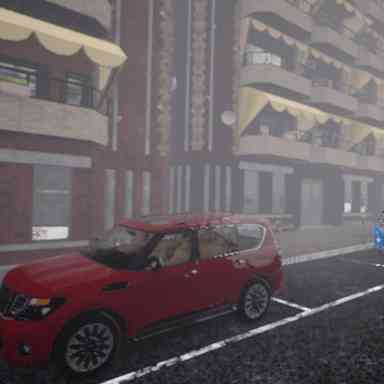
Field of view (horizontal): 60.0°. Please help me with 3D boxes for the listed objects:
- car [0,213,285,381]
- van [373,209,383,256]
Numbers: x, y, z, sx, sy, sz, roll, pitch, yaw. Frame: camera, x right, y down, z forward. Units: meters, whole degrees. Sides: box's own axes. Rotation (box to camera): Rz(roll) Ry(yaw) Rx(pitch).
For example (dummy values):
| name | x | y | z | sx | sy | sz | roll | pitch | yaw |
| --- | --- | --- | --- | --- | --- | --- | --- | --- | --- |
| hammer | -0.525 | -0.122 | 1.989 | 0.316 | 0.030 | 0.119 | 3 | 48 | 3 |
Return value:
| name | x | y | z | sx | sy | sz | roll | pitch | yaw |
| --- | --- | --- | --- | --- | --- | --- | --- | --- | --- |
| car | -0.501 | 1.357 | 5.755 | 5.009 | 1.841 | 2.192 | 0 | 1 | -37 |
| van | 8.341 | 1.465 | 12.396 | 3.998 | 1.788 | 1.690 | 1 | 1 | -37 |
